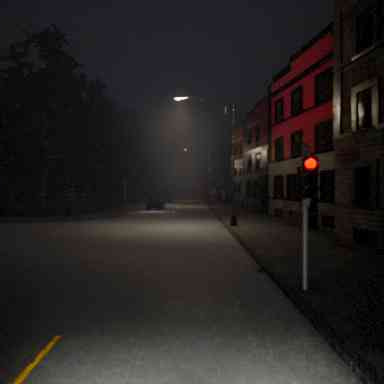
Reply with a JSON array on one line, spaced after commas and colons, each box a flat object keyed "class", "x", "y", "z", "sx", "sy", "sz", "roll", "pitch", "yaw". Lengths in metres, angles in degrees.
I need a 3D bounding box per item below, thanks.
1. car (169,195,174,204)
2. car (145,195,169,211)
[{"class": "car", "x": -4.050, "y": 1.174, "z": 53.920, "sx": 1.812, "sy": 1.442, "sz": 4.674, "roll": 0, "pitch": 0, "yaw": 0}, {"class": "car", "x": -4.078, "y": 1.301, "z": 37.797, "sx": 2.033, "sy": 1.411, "sz": 5.357, "roll": 0, "pitch": 0, "yaw": 0}]
